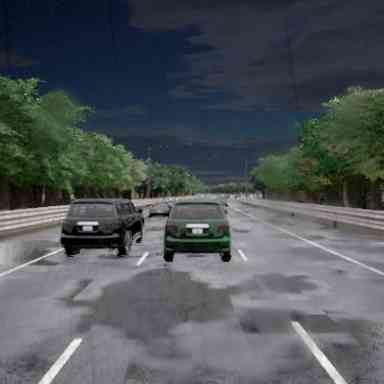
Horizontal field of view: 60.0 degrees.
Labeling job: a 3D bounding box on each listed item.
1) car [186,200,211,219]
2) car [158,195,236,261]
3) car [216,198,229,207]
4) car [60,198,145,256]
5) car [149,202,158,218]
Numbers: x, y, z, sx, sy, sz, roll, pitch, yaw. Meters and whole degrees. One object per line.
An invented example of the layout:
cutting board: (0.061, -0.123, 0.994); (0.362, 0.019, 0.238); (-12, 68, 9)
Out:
car: (0.621, 1.601, 31.042); (2.128, 1.511, 4.902); (0, 0, 2)
car: (0.200, 1.252, 12.545); (2.150, 2.045, 5.566); (0, 0, 1)
car: (5.265, 1.859, 58.305); (2.033, 1.411, 5.357); (0, 0, 3)
car: (-3.291, 1.251, 13.306); (2.150, 2.045, 5.566); (0, 0, 1)
car: (-2.859, 1.673, 31.690); (1.994, 1.385, 4.181); (0, 0, 2)
